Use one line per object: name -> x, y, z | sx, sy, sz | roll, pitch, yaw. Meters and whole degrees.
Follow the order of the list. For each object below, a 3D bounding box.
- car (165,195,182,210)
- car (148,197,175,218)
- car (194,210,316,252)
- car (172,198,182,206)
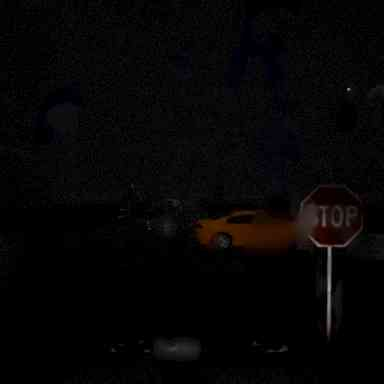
car -> -2.930, 1.379, 46.528 | 2.150, 2.045, 5.566 | 0, -1, 0
car -> -2.906, 1.557, 31.113 | 1.882, 1.535, 5.008 | 0, 0, 0
car -> 2.584, 1.533, 13.713 | 5.008, 1.535, 1.882 | 1, 0, 0
car -> -2.875, 1.860, 65.176 | 1.837, 1.490, 4.892 | 0, -1, 0
